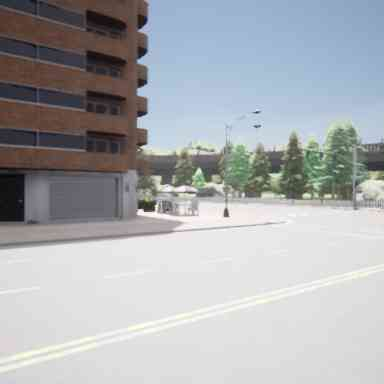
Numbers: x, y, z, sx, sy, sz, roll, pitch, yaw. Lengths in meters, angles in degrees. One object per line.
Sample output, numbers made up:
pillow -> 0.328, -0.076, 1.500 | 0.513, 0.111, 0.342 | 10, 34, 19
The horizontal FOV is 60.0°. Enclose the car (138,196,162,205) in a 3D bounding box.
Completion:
car -> -6.658, 1.327, 50.675 | 4.892, 1.490, 1.837 | 0, -1, 38
